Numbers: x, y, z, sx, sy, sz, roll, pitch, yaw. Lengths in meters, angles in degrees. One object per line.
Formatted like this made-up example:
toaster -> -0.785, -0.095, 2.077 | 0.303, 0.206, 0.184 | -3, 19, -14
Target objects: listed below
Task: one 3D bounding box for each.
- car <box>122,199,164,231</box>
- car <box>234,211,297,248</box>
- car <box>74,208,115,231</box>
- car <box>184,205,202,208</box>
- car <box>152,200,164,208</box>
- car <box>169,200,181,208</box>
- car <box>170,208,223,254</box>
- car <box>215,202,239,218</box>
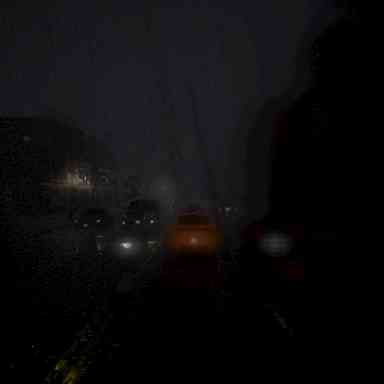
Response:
car -> -3.343, 1.520, 23.293 | 2.150, 2.045, 5.566 | 0, -1, 0
car -> 3.354, 1.804, 15.729 | 1.895, 1.301, 4.718 | 0, -1, 0
car -> -6.592, 1.819, 22.959 | 1.812, 1.442, 4.674 | 0, -1, 0
car -> 0.111, 1.990, 33.288 | 1.994, 1.385, 4.181 | 0, -1, 0
car -> -6.489, 2.345, 64.351 | 1.812, 1.442, 4.674 | 0, -1, 0
car -> -3.241, 2.322, 64.349 | 2.128, 1.511, 4.902 | 0, -1, 0
car -> 0.102, 1.664, 14.503 | 1.882, 1.535, 5.008 | 0, -1, 0
car -> 3.360, 1.768, 32.418 | 2.097, 1.767, 4.553 | 0, -1, 0
